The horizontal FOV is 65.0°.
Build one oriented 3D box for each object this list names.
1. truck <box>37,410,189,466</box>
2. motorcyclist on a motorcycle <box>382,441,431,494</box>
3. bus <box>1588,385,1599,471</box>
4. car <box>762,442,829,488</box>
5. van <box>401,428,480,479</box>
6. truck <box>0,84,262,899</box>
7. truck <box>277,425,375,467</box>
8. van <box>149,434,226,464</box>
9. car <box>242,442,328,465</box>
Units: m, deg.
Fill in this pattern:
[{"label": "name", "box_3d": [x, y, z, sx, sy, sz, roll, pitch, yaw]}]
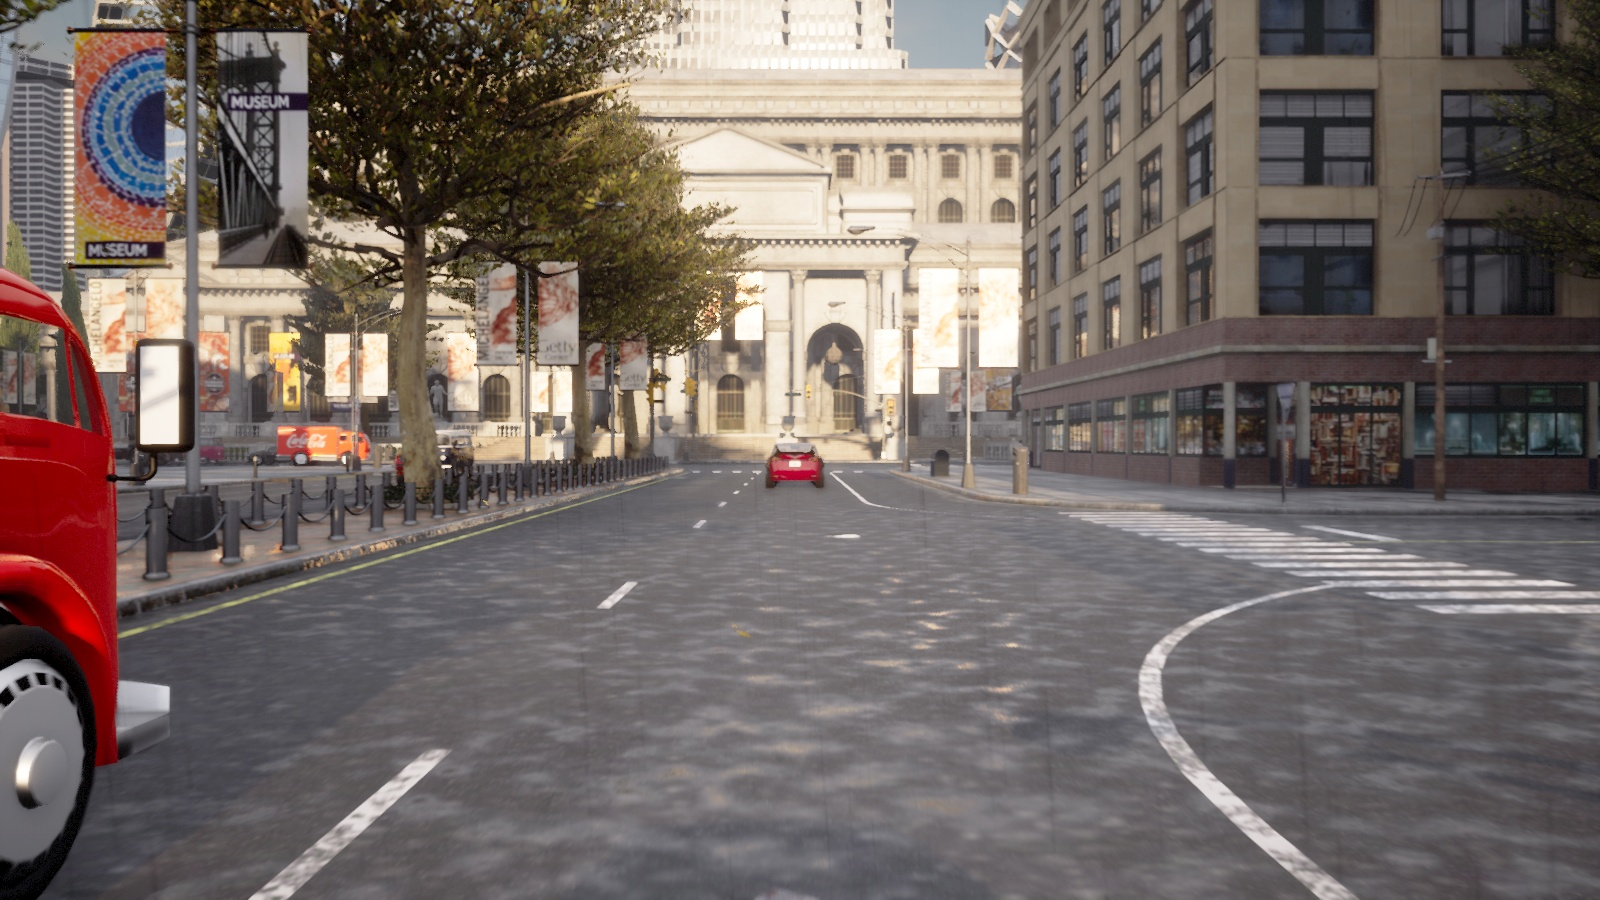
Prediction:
[{"label": "truck", "box_3d": [-43.177, -0.757, 79.073, 7.936, 3.462, 2.891, 0, 0, 0]}, {"label": "motorcyclist on a motorcycle", "box_3d": [-11.597, 0.490, 37.114, 0.797, 1.523, 2.044, 0, 1, 0]}, {"label": "bus", "box_3d": [41.204, -0.955, 57.317, 3.944, 4.253, 10.273, 0, 2, 0]}, {"label": "car", "box_3d": [-0.161, 0.478, 43.230, 2.163, 1.488, 4.792, 0, 0, 0]}, {"label": "van", "box_3d": [-15.206, 0.128, 53.379, 2.069, 2.038, 4.480, 0, 0, 0]}, {"label": "truck", "box_3d": [-3.497, 0.239, 2.464, 2.627, 2.467, 5.204, 0, 0, 0]}, {"label": "truck", "box_3d": [-28.701, -0.239, 76.189, 5.204, 2.467, 2.627, 0, -1, -11]}, {"label": "van", "box_3d": [-41.961, -0.065, 86.085, 4.442, 1.987, 1.775, 0, 0, 0]}, {"label": "car", "box_3d": [-33.828, 0.214, 82.605, 4.892, 1.490, 1.837, 0, 0, 0]}]
